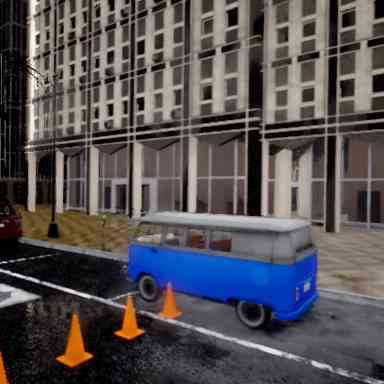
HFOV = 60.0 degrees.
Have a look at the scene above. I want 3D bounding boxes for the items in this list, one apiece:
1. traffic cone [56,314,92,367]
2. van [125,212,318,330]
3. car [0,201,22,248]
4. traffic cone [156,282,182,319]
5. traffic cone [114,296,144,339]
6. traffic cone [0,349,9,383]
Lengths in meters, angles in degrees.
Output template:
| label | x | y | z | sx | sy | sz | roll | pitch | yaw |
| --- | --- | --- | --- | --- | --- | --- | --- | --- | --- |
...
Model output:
| label | x | y | z | sx | sy | sz | roll | pitch | yaw |
| --- | --- | --- | --- | --- | --- | --- | --- | --- | --- |
| traffic cone | -1.584 | 1.950 | 4.493 | 0.340 | 0.580 | 0.340 | 0 | 0 | 36 |
| van | 0.427 | 1.350 | 6.691 | 3.998 | 1.788 | 1.690 | 0 | 1 | 36 |
| car | -8.801 | 1.270 | 13.328 | 5.009 | 1.841 | 2.192 | 0 | 1 | 36 |
| traffic cone | -0.416 | 1.959 | 6.117 | 0.340 | 0.580 | 0.340 | 0 | 0 | 36 |
| traffic cone | -1.000 | 1.955 | 5.305 | 0.340 | 0.580 | 0.340 | 0 | 0 | 36 |
| traffic cone | -2.168 | 1.946 | 3.681 | 0.340 | 0.580 | 0.340 | 0 | 0 | 36 |
